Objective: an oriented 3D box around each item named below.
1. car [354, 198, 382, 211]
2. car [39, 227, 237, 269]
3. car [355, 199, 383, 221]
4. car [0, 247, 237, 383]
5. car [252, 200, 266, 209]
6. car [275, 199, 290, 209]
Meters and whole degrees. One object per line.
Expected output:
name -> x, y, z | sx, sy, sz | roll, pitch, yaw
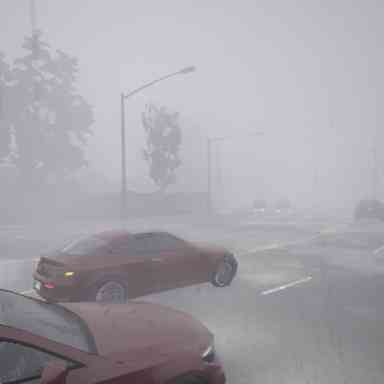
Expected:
car -> 23.558, 1.615, 44.791 | 1.882, 1.535, 5.008 | -1, -1, 10
car -> -1.028, 1.533, 7.529 | 4.674, 1.442, 1.812 | 0, 0, -39
car -> 15.061, 1.432, 28.285 | 2.097, 1.767, 4.553 | -1, -1, 26
car -> -1.872, 1.526, 2.596 | 4.674, 1.442, 1.812 | 0, 0, -35
car -> 10.382, 1.919, 51.503 | 1.994, 1.385, 4.181 | -1, -1, 9
car -> 13.821, 1.787, 50.859 | 1.882, 1.535, 5.008 | -1, -1, 9
